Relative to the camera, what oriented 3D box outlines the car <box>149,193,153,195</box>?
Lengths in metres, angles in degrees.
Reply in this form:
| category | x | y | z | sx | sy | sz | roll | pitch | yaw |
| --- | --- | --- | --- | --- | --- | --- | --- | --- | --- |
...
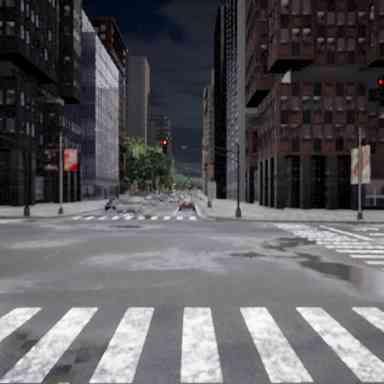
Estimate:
| category | x | y | z | sx | sy | sz | roll | pitch | yaw |
| --- | --- | --- | --- | --- | --- | --- | --- | --- | --- |
| car | -9.274 | 1.520 | 72.079 | 1.802 | 1.307 | 4.206 | 0 | 0 | 0 |

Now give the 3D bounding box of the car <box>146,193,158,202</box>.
| category | x | y | z | sx | sy | sz | roll | pitch | yaw |
| --- | --- | --- | --- | --- | --- | --- | --- | --- | --- |
| car | -9.305 | 1.257 | 77.505 | 2.192 | 1.841 | 5.009 | 0 | 0 | 0 |

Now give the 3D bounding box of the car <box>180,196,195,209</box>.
| category | x | y | z | sx | sy | sz | roll | pitch | yaw |
| --- | --- | --- | --- | --- | --- | --- | --- | --- | --- |
| car | -0.600 | 1.367 | 44.992 | 1.967 | 1.590 | 4.097 | 0 | 0 | 0 |

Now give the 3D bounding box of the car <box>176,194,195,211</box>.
| category | x | y | z | sx | sy | sz | roll | pitch | yaw |
| --- | --- | --- | --- | --- | --- | --- | --- | --- | --- |
| car | -0.570 | 1.366 | 39.567 | 1.967 | 1.590 | 4.097 | 0 | 0 | 0 |

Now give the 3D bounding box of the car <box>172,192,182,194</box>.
| category | x | y | z | sx | sy | sz | roll | pitch | yaw |
| --- | --- | --- | --- | --- | --- | --- | --- | --- | --- |
| car | -3.530 | 1.425 | 76.145 | 1.812 | 1.442 | 4.674 | 0 | 0 | 0 |

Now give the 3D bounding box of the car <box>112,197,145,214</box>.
| category | x | y | z | sx | sy | sz | roll | pitch | yaw |
| --- | --- | --- | --- | --- | --- | --- | --- | --- | --- |
| car | -6.431 | 1.526 | 34.138 | 1.895 | 1.301 | 4.718 | 0 | 0 | 1 |

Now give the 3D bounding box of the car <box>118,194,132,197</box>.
| category | x | y | z | sx | sy | sz | roll | pitch | yaw |
| --- | --- | --- | --- | --- | --- | --- | --- | --- | --- |
| car | -9.126 | 1.242 | 44.949 | 2.192 | 1.841 | 5.009 | 0 | 0 | 0 |

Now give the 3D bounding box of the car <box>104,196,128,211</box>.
| category | x | y | z | sx | sy | sz | roll | pitch | yaw |
| --- | --- | --- | --- | --- | --- | --- | --- | --- | --- |
| car | -9.095 | 1.492 | 39.523 | 1.947 | 1.339 | 4.313 | 0 | 0 | 0 |

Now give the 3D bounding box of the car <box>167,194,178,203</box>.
| category | x | y | z | sx | sy | sz | roll | pitch | yaw |
| --- | --- | --- | --- | --- | --- | --- | --- | --- | --- |
| car | -3.476 | 1.535 | 66.166 | 1.895 | 1.301 | 4.718 | 0 | 0 | 0 |

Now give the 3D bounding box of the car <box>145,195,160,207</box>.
| category | x | y | z | sx | sy | sz | roll | pitch | yaw |
| --- | --- | --- | --- | --- | --- | --- | --- | --- | --- |
| car | -6.473 | 1.529 | 50.521 | 1.895 | 1.301 | 4.718 | 0 | 0 | 0 |

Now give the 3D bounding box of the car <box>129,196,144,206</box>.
| category | x | y | z | sx | sy | sz | roll | pitch | yaw |
| --- | --- | --- | --- | --- | --- | --- | --- | --- | --- |
| car | -9.183 | 1.455 | 55.631 | 1.752 | 1.417 | 4.829 | 0 | 0 | 0 |

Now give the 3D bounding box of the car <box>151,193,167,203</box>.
| category | x | y | z | sx | sy | sz | roll | pitch | yaw |
| --- | --- | --- | --- | --- | --- | --- | --- | --- | --- |
| car | -6.487 | 1.499 | 67.371 | 2.033 | 1.411 | 5.357 | 0 | 0 | 0 |

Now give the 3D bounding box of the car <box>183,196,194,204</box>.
| category | x | y | z | sx | sy | sz | roll | pitch | yaw |
| --- | --- | --- | --- | --- | --- | --- | --- | --- | --- |
| car | -0.689 | 1.476 | 61.267 | 1.887 | 1.381 | 4.507 | 0 | 0 | 0 |

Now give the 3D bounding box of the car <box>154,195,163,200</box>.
| category | x | y | z | sx | sy | sz | roll | pitch | yaw |
| --- | --- | --- | --- | --- | --- | --- | --- | --- | --- |
| car | -9.393 | 1.502 | 93.782 | 1.887 | 1.381 | 4.507 | 0 | 0 | 0 |
